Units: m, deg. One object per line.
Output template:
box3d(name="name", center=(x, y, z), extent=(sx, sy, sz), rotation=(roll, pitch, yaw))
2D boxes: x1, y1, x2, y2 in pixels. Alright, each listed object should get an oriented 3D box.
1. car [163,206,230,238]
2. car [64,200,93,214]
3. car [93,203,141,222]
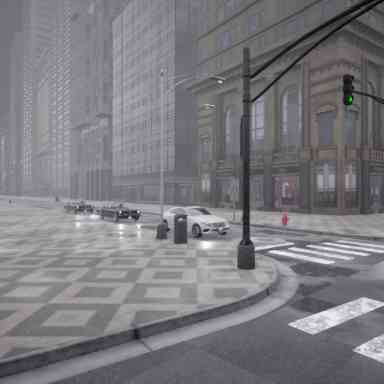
box3d(name="car", center=(-0.013, 1.475, 17.770), extent=(1.812, 1.442, 4.674), rotation=(0, 0, -37))
box3d(name="car", center=(-11.646, 1.497, 34.182), extent=(1.895, 1.301, 4.718), rotation=(0, 0, -35))
box3d(name="car", center=(-5.766, 1.522, 25.891), extent=(1.895, 1.301, 4.718), rotation=(0, 0, -35))
